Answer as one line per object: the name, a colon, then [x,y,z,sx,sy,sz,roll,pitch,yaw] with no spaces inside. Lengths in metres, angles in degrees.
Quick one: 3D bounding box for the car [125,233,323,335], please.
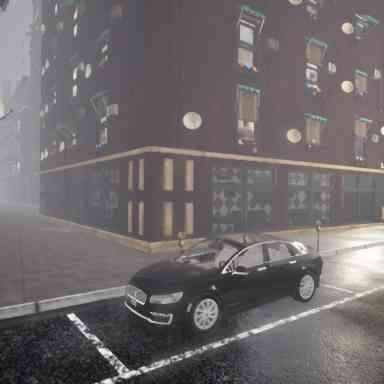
car: [0.840,1.552,6.650,4.403,1.369,2.008,0,1,-36]
